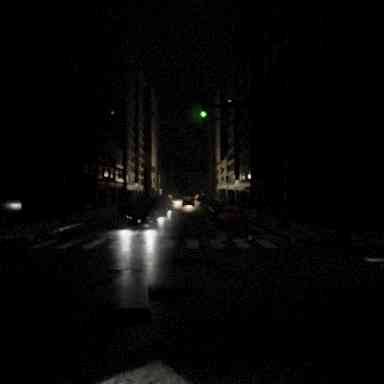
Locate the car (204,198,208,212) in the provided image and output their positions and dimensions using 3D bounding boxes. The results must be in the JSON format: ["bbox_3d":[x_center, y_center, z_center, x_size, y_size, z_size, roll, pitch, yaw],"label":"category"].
[{"bbox_3d":[2.544,1.576,33.354,2.008,1.369,4.403,0,0,-1],"label":"car"}]

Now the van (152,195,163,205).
[{"bbox_3d":[-6.320,1.377,60.875,1.690,1.788,3.998,0,0,-1],"label":"van"}]

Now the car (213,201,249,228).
[{"bbox_3d":[2.679,1.544,22.473,1.752,1.417,4.829,0,0,-1],"label":"car"}]

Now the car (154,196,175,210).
[{"bbox_3d":[-3.476,1.557,42.511,1.812,1.442,4.674,0,0,0],"label":"car"}]

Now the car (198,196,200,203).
[{"bbox_3d":[2.339,1.582,49.930,2.008,1.369,4.403,0,0,-1],"label":"car"}]

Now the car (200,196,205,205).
[{"bbox_3d":[2.407,1.575,44.406,1.887,1.381,4.507,0,0,-1],"label":"car"}]

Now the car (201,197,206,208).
[{"bbox_3d":[2.476,1.594,38.879,1.947,1.339,4.313,0,0,-1],"label":"car"}]

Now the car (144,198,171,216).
[{"bbox_3d":[-3.389,1.591,32.579,1.994,1.385,4.181,0,0,0],"label":"car"}]

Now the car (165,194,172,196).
[{"bbox_3d":[-6.597,1.472,82.978,1.967,1.590,4.097,0,0,-1],"label":"car"}]

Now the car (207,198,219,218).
[{"bbox_3d":[2.613,1.462,27.828,1.967,1.590,4.097,0,0,-1],"label":"car"}]

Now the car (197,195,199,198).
[{"bbox_3d":[2.190,1.509,73.491,1.882,1.535,5.008,0,0,-1],"label":"car"}]

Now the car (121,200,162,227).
[{"bbox_3d":[-3.284,1.526,22.718,1.837,1.490,4.892,0,0,-1],"label":"car"}]

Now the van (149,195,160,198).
[{"bbox_3d":[-6.186,1.376,49.825,1.690,1.788,3.998,0,0,-1],"label":"van"}]

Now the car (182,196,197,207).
[{"bbox_3d":[-0.542,1.634,51.863,1.895,1.301,4.718,0,0,-1],"label":"car"}]

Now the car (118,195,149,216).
[{"bbox_3d":[-5.981,1.344,33.249,2.192,1.841,5.009,0,0,-1],"label":"car"}]

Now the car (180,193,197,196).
[{"bbox_3d":[-0.665,1.253,61.864,2.150,2.045,5.566,0,0,-1],"label":"car"}]
